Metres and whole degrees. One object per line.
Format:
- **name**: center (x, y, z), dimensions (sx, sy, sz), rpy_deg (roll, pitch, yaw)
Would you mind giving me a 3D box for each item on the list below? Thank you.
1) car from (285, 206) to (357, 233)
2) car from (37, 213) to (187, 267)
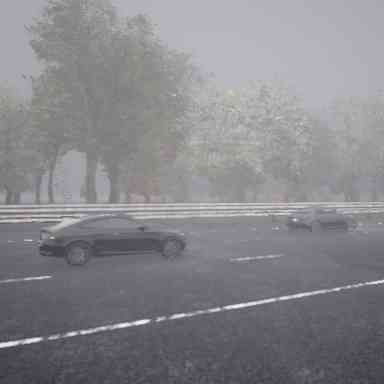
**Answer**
- **car**: center (7.512, 1.529, 19.320), dimensions (4.181, 1.385, 1.994), rpy_deg (1, 0, -25)
- **car**: center (-2.426, 1.404, 10.752), dimensions (4.674, 1.442, 1.812), rpy_deg (0, 0, -25)
